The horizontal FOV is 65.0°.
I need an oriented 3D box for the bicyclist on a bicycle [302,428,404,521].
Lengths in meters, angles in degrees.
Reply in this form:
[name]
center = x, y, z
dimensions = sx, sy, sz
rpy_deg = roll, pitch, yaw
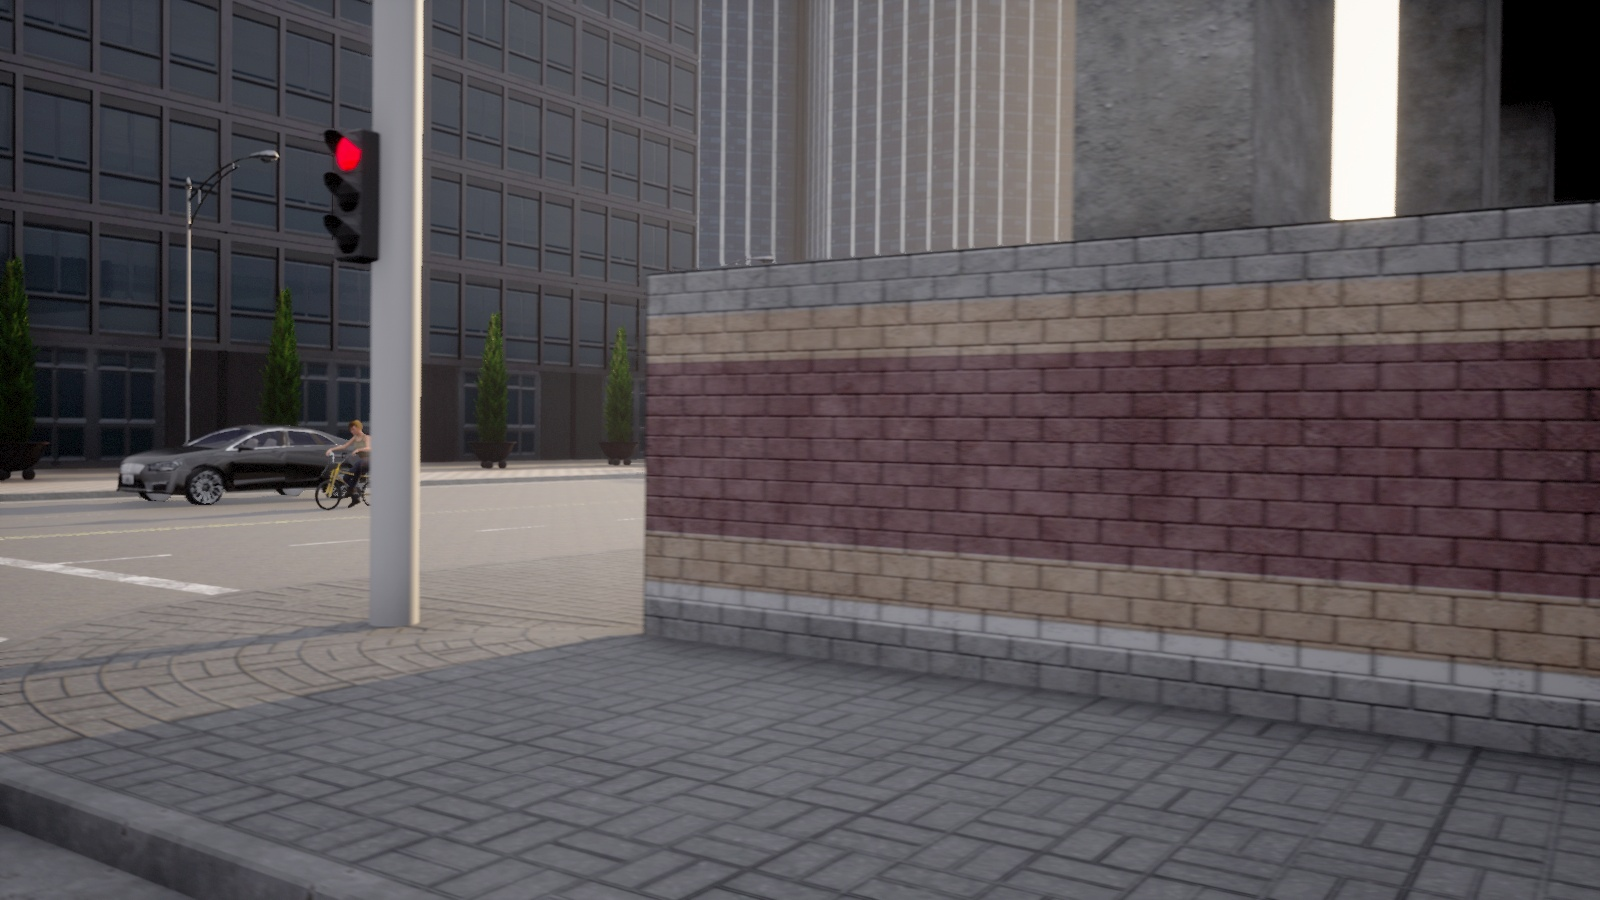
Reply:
[bicyclist on a bicycle]
center = -8.056, 0.406, 22.670
dimensions = 0.866, 1.612, 1.509
rpy_deg = 0, 1, 34

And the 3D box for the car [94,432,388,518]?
[car]
center = -10.858, 0.407, 24.786
dimensions = 2.128, 1.511, 4.902
rpy_deg = 0, 1, 34
